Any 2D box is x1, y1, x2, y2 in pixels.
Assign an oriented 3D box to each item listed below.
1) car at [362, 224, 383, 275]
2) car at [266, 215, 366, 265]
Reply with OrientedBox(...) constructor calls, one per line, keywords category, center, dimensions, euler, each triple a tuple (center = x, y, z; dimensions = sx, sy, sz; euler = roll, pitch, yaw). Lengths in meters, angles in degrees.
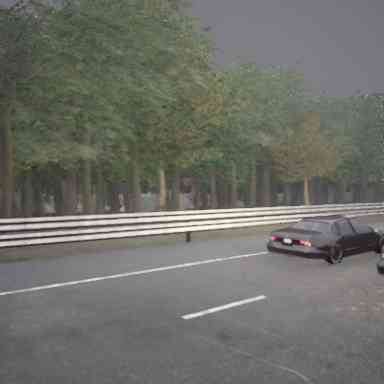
OrientedBox(category="car", center=(6.874, 1.528, 8.650), dimensions=(5.357, 1.411, 2.033), euler=(0, 0, -36))
OrientedBox(category="car", center=(4.952, 1.528, 11.577), dimensions=(5.357, 1.411, 2.033), euler=(0, 0, -36))
